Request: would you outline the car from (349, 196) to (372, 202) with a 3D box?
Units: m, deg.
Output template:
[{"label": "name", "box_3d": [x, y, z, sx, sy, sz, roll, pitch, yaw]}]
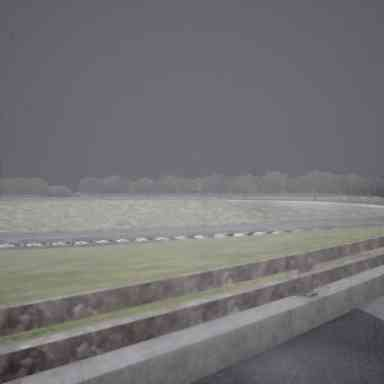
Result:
[{"label": "car", "box_3d": [43.121, 1.955, 85.393, 1.882, 1.535, 5.008, 0, -1, -4]}]
